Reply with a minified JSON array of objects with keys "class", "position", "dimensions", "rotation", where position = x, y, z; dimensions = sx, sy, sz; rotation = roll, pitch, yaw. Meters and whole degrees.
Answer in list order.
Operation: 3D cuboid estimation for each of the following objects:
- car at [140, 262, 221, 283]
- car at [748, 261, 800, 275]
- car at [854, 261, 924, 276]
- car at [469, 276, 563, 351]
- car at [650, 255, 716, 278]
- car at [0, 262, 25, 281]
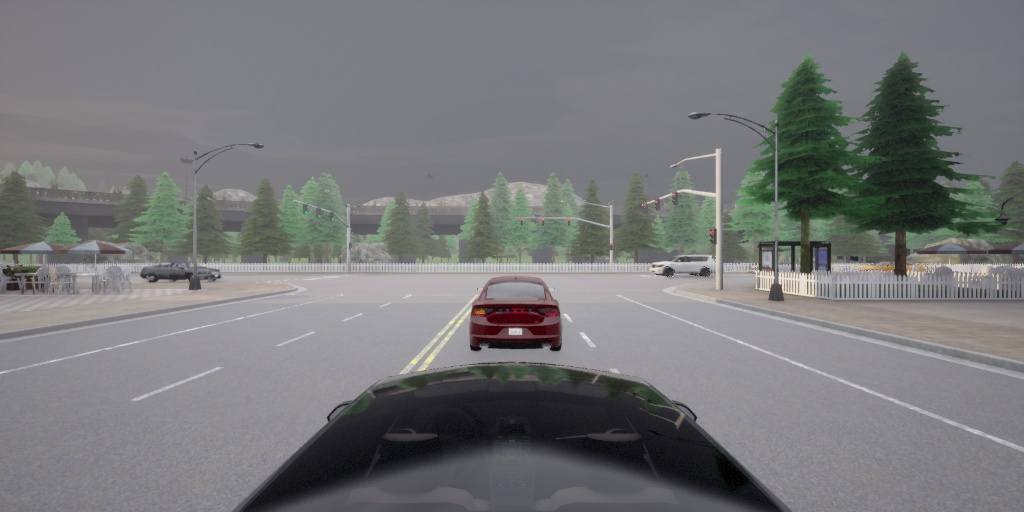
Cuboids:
[{"class":"car","position":[-24.146,1.186,26.259],"dimensions":[4.902,1.511,2.128],"rotation":[0,0,-2]},{"class":"car","position":[26.729,1.220,36.598],"dimensions":[4.674,1.442,1.812],"rotation":[0,0,1]},{"class":"car","position":[34.492,1.172,32.884],"dimensions":[5.008,1.535,1.882],"rotation":[0,0,4]},{"class":"car","position":[0.100,1.228,9.014],"dimensions":[1.882,1.535,5.008],"rotation":[0,0,1]},{"class":"car","position":[15.824,0.916,33.230],"dimensions":[5.566,2.045,2.150],"rotation":[0,0,0]},{"class":"car","position":[-37.062,1.172,26.080],"dimensions":[5.008,1.535,1.882],"rotation":[0,0,-5]}]
